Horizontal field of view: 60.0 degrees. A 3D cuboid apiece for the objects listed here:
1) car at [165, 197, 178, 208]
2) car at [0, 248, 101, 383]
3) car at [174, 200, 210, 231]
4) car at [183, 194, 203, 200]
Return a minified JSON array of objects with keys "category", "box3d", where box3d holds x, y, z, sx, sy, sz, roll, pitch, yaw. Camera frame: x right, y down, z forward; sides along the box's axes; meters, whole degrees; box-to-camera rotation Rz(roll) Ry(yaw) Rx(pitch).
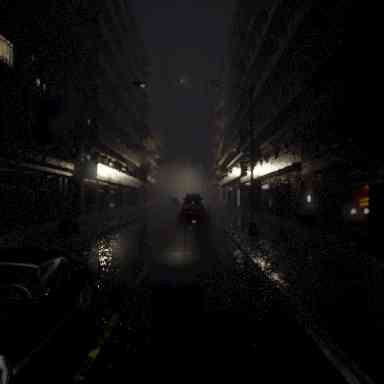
[{"category":"car","box3d":[-2.814,1.492,48.105,1.882,1.535,5.008,0,0,0]},{"category":"car","box3d":[-2.849,1.607,4.813,1.895,1.301,4.718,0,0,0]},{"category":"car","box3d":[0.105,1.494,20.986,1.882,1.535,5.008,0,0,0]},{"category":"car","box3d":[0.115,1.241,38.769,2.150,2.045,5.566,0,0,0]}]
